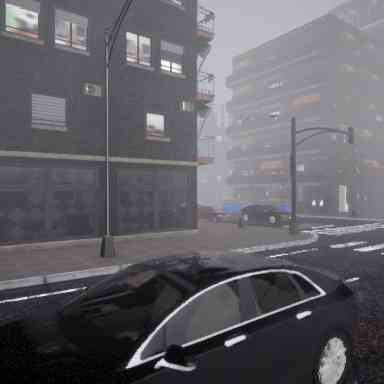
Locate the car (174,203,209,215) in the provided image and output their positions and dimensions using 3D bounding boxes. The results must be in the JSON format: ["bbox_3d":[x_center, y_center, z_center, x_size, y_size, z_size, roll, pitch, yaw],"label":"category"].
[{"bbox_3d":[-0.170,2.014,40.780,1.895,1.301,4.718,0,-1,-36],"label":"car"}]

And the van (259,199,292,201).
[{"bbox_3d":[8.372,1.602,33.588,1.690,1.788,3.998,-1,0,-37],"label":"van"}]

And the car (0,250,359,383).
[{"bbox_3d":[-0.082,1.505,3.631,4.892,1.490,1.837,0,0,-36],"label":"car"}]

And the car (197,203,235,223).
[{"bbox_3d":[1.653,1.874,28.643,1.802,1.307,4.206,-1,0,-37],"label":"car"}]

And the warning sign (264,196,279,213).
[{"bbox_3d":[8.849,1.400,36.979,1.300,1.860,1.060,1,0,-37],"label":"warning sign"}]

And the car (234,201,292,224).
[{"bbox_3d":[6.015,1.737,27.078,1.837,1.490,4.892,0,-1,-35],"label":"car"}]

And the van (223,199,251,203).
[{"bbox_3d":[5.038,1.676,38.090,1.690,1.788,3.998,-1,0,-37],"label":"van"}]

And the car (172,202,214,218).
[{"bbox_3d":[0.058,1.868,35.110,1.837,1.490,4.892,0,-1,-36],"label":"car"}]
